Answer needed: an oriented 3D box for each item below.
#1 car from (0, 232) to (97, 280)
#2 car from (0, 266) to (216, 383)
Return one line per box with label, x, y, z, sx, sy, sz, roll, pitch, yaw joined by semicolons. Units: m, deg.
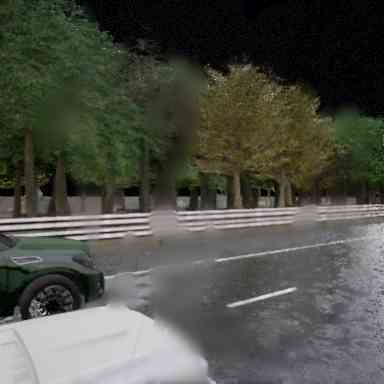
car;-4.222;1.222;5.052;5.566;2.045;2.150;0;0;-36
car;-2.116;1.601;2.238;4.718;1.301;1.895;0;0;-36
